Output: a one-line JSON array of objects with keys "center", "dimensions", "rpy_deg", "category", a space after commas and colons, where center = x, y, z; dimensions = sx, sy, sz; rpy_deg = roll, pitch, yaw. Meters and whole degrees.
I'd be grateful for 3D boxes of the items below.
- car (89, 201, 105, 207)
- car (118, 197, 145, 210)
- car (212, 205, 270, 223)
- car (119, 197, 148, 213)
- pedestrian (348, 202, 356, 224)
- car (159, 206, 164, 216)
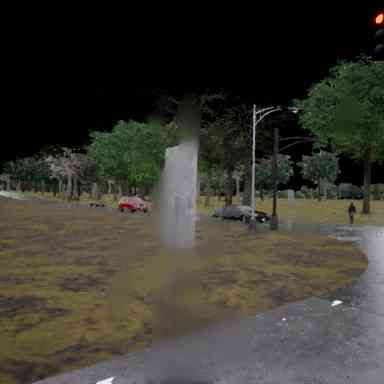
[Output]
[{"center": [-18.871, 2.347, 65.930], "dimensions": [1.895, 1.301, 4.718], "rpy_deg": [3, -2, -35], "category": "car"}, {"center": [-9.753, 1.867, 53.277], "dimensions": [2.150, 2.045, 5.566], "rpy_deg": [3, -3, -36], "category": "car"}, {"center": [3.975, 1.793, 27.846], "dimensions": [2.033, 1.411, 5.357], "rpy_deg": [3, -2, -36], "category": "car"}, {"center": [-7.923, 1.680, 44.431], "dimensions": [2.150, 2.045, 5.566], "rpy_deg": [3, -2, -34], "category": "car"}, {"center": [13.366, 1.718, 27.818], "dimensions": [0.375, 1.860, 0.375], "rpy_deg": [2, -1, -36], "category": "pedestrian"}, {"center": [-1.835, 1.928, 35.903], "dimensions": [1.994, 1.385, 4.181], "rpy_deg": [3, -2, -37], "category": "car"}]
